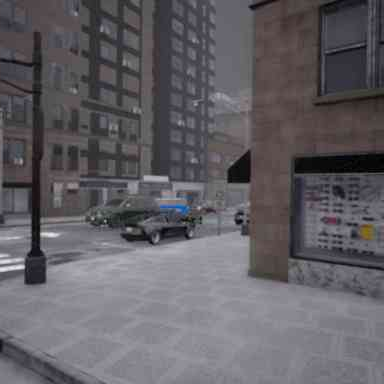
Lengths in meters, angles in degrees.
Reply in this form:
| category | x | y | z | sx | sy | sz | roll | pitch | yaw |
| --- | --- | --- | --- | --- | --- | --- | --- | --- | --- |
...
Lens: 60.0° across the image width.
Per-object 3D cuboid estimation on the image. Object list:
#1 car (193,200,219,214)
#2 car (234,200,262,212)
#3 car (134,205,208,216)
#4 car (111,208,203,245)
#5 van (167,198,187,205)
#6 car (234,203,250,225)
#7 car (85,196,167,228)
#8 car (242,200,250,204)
| category | x | y | z | sx | sy | sz | roll | pitch | yaw |
| --- | --- | --- | --- | --- | --- | --- | --- | --- | --- |
| car | 1.122 | 1.607 | 35.002 | 1.967 | 1.590 | 4.097 | 1 | 0 | 36 |
| car | 7.452 | 1.785 | 43.780 | 1.752 | 1.417 | 4.829 | 1 | 0 | 36 |
| car | -1.237 | 1.766 | 22.028 | 1.895 | 1.301 | 4.718 | 1 | 0 | 37 |
| car | -1.612 | 1.743 | 16.640 | 1.947 | 1.339 | 4.313 | 1 | 0 | 36 |
| van | -2.091 | 1.464 | 30.544 | 1.690 | 1.788 | 3.998 | 1 | 0 | 36 |
| car | 4.819 | 1.829 | 25.557 | 1.947 | 1.339 | 4.313 | 1 | 0 | 36 |
| car | -4.523 | 1.325 | 22.769 | 2.150 | 2.045 | 5.566 | 1 | 0 | 36 |
| car | 8.287 | 1.809 | 40.498 | 1.812 | 1.442 | 4.674 | 1 | 0 | 36 |
